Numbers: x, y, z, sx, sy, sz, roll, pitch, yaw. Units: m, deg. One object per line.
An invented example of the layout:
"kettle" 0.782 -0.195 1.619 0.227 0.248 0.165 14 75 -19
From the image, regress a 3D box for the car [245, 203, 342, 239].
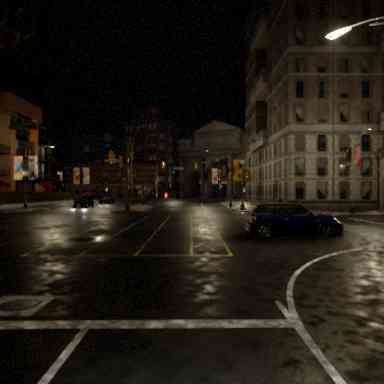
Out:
"car" 5.000 1.346 16.604 4.553 1.767 2.097 0 0 0

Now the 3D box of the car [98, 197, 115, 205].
"car" -15.029 1.530 58.972 2.033 1.411 5.357 0 0 1

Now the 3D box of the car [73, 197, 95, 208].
"car" -15.088 1.491 46.593 1.837 1.490 4.892 0 0 0
